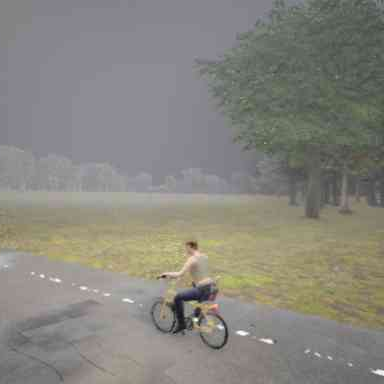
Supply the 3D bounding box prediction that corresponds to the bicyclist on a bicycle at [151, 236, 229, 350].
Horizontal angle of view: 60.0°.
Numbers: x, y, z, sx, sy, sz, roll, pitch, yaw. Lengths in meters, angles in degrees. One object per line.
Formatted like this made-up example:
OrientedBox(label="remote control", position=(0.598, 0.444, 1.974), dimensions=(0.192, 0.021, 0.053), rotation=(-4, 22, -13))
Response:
OrientedBox(label="bicyclist on a bicycle", position=(-0.085, 1.490, 5.142), dimensions=(1.509, 1.612, 0.866), rotation=(-1, -1, 37))
